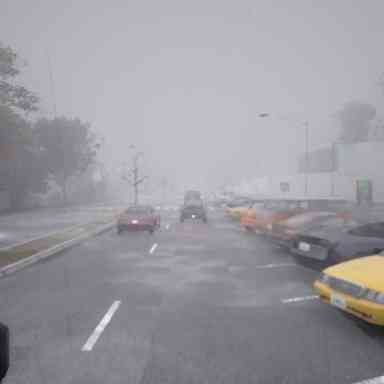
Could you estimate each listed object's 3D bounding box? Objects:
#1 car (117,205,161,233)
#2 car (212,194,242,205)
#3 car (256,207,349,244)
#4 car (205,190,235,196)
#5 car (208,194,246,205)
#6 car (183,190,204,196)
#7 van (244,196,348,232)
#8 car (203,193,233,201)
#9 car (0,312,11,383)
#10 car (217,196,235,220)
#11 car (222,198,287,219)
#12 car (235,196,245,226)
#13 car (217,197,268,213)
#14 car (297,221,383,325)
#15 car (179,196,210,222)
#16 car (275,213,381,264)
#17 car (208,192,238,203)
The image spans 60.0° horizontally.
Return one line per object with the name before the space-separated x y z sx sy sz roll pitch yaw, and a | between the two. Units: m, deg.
car | -2.901 1.443 18.858 1.994 1.385 4.181 0 1 0
car | 4.896 1.224 30.202 5.366 1.575 1.946 1 1 -20
car | 5.064 1.473 12.367 4.674 1.452 2.002 1 0 -20
car | 5.098 0.826 45.190 5.566 2.045 2.435 1 0 -20
car | 5.074 1.054 48.156 5.008 1.535 2.097 1 1 -20
car | 0.092 0.829 42.633 2.150 2.045 5.566 0 0 0
van | 4.964 1.182 15.297 4.442 1.987 1.878 1 1 -20
car | 4.895 0.955 63.004 5.366 1.575 1.946 1 1 -20
car | -2.886 1.220 0.921 2.150 2.045 5.566 0 0 0
car | 4.895 1.301 24.236 5.366 1.575 1.946 1 1 -20
car | 5.095 1.297 27.298 4.792 1.488 2.163 1 1 -20
car | 5.042 1.251 18.325 4.553 1.767 2.185 1 0 -20
car | 5.064 1.234 33.251 4.674 1.452 2.002 1 0 -20
car | 4.898 1.465 6.325 5.366 1.575 1.946 1 1 -20
car | 0.099 1.315 24.605 1.837 1.490 4.892 0 1 0
car | 5.096 1.486 9.395 4.792 1.488 2.163 1 0 -20
car | 5.078 1.105 42.190 4.892 1.521 2.231 1 1 -20
